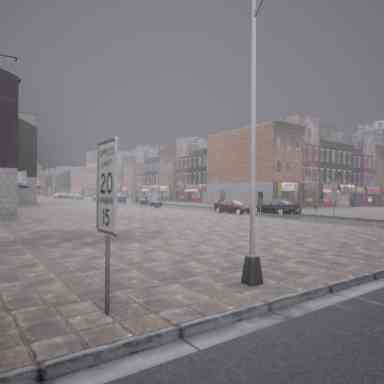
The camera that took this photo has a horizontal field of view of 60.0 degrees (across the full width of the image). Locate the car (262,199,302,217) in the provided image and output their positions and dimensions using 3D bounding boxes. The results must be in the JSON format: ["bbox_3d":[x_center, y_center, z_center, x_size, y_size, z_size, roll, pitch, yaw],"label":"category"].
[{"bbox_3d":[7.580,1.354,30.362,1.882,1.535,5.008,1,0,-35],"label":"car"}]

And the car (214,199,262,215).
[{"bbox_3d":[3.906,1.367,30.921,1.887,1.381,4.507,1,0,-35],"label":"car"}]

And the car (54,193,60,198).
[{"bbox_3d":[-31.055,0.892,80.212,1.887,1.381,4.507,1,0,-35],"label":"car"}]

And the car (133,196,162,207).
[{"bbox_3d":[-5.628,1.230,44.363,1.947,1.339,4.313,1,0,-35],"label":"car"}]

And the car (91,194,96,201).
[{"bbox_3d":[-16.190,1.019,58.584,1.837,1.490,4.892,1,0,-35],"label":"car"}]

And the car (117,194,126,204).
[{"bbox_3d":[-12.135,1.047,52.877,1.882,1.535,5.008,1,0,-35],"label":"car"}]

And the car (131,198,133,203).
[{"bbox_3d":[-7.745,1.227,52.068,1.895,1.301,4.718,1,0,-35],"label":"car"}]

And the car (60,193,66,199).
[{"bbox_3d":[-27.876,0.924,75.731,1.887,1.381,4.507,1,0,-35],"label":"car"}]

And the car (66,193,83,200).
[{"bbox_3d":[-24.698,0.965,71.250,2.008,1.369,4.403,1,0,-35],"label":"car"}]
